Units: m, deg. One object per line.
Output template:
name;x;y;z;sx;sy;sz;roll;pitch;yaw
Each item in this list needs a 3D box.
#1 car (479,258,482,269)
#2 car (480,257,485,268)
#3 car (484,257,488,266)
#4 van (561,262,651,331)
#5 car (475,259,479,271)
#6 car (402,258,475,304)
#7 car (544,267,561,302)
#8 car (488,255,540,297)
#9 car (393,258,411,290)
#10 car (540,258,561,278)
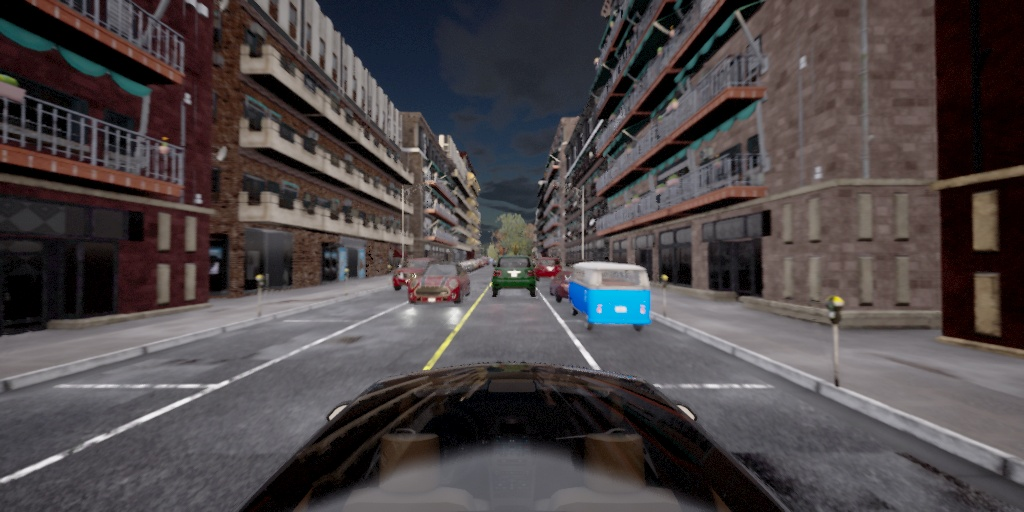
car;-5.692;1.263;50.238;1.751;1.417;4.829;0;0;0
car;-5.692;1.283;56.069;1.888;1.381;4.507;0;0;0
car;-5.692;1.177;61.731;1.967;1.591;4.097;0;0;0
van;2.690;1.087;10.736;1.690;1.789;3.998;0;0;0
car;-5.691;1.289;44.745;2.007;1.370;4.403;0;0;0
car;-3.094;1.097;16.082;2.097;1.767;4.553;0;0;0
car;2.690;1.327;16.398;1.802;1.307;4.207;0;0;0
car;0.099;0.966;19.144;2.150;2.045;5.566;0;0;0
car;-5.691;1.058;22.100;2.192;1.841;5.009;0;0;0
car;2.690;1.057;27.721;2.192;1.841;5.009;0;0;0
